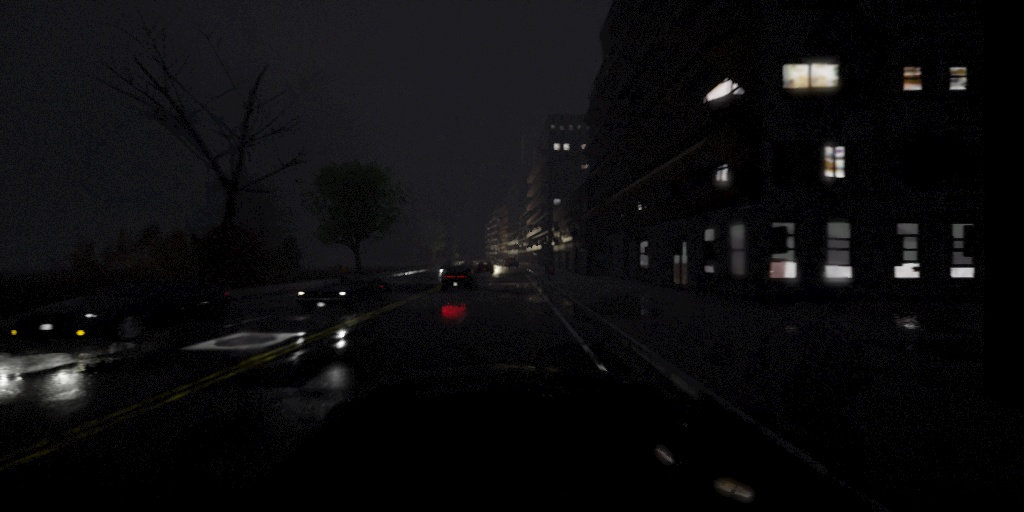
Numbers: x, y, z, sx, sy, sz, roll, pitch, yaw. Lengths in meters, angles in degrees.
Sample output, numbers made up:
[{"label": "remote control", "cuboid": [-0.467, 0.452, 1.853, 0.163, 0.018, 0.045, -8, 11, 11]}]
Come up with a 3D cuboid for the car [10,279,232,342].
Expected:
[{"label": "car", "cuboid": [-9.832, 1.315, 9.565, 1.994, 1.385, 4.181, 0, 0, 0]}]

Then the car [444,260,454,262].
[{"label": "car", "cuboid": [-10.136, 1.439, 57.029, 1.837, 1.490, 4.892, 0, 0, -1]}]

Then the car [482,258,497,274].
[{"label": "car", "cuboid": [-3.196, 1.380, 43.808, 1.882, 1.535, 5.008, 0, 0, -1]}]

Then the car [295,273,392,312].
[{"label": "car", "cuboid": [-6.563, 1.380, 14.535, 1.895, 1.301, 4.718, 0, 0, 0]}]

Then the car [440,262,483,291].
[{"label": "car", "cuboid": [-3.155, 1.326, 22.547, 1.837, 1.490, 4.892, 0, 0, 1]}]
